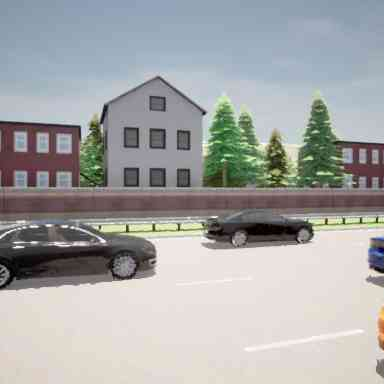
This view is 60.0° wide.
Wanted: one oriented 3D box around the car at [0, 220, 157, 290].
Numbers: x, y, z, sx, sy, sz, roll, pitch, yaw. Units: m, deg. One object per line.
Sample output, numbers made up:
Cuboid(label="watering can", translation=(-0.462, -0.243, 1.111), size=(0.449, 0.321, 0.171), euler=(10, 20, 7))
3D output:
Cuboid(label="car", translation=(-3.382, 1.504, 8.795), size=(4.892, 1.490, 1.837), euler=(0, 0, -18))

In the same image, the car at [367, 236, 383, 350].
Cuboid(label="car", translation=(4.692, 1.352, 4.072), size=(4.553, 1.767, 2.097), euler=(0, 0, -18))

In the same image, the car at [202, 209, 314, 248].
Cuboid(label="car", translation=(2.945, 1.477, 14.549), size=(5.008, 1.535, 1.882), euler=(0, 0, -18))
